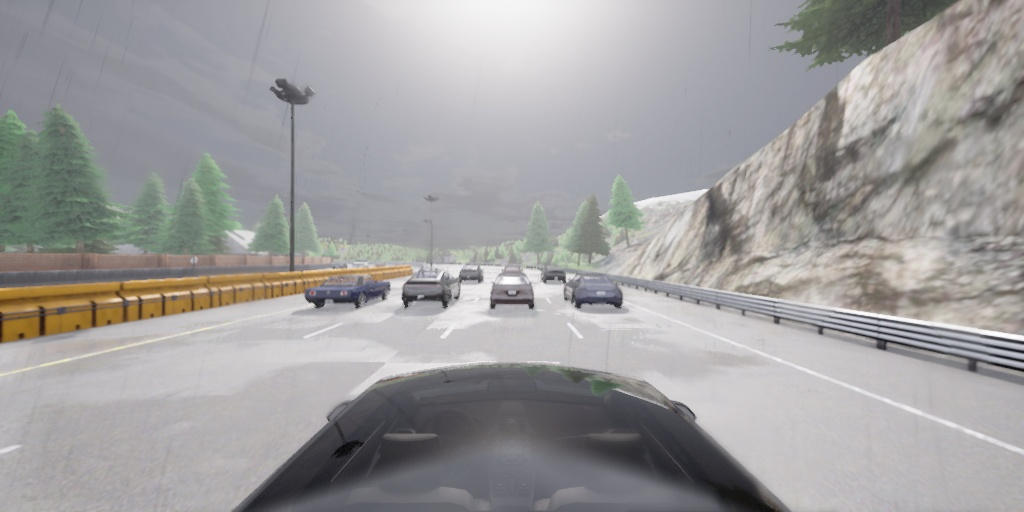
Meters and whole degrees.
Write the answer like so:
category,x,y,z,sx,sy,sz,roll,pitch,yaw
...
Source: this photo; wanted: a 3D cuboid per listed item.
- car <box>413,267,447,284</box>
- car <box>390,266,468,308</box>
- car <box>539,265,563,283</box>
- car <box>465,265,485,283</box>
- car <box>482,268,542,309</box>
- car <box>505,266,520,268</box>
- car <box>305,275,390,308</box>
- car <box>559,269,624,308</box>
category,x,y,z,sx,sy,sz,roll,pitch,yaw
car,-6.973,1.624,30.948,1.895,1.301,4.718,0,0,0
car,-3.488,1.377,16.133,2.128,1.511,4.902,0,0,0
car,3.526,1.532,31.118,1.837,1.490,4.892,0,0,0
car,-3.475,1.517,31.124,2.128,1.511,4.902,0,0,0
car,0.008,1.429,15.822,2.033,1.411,5.357,0,-1,0
car,0.025,1.551,31.218,1.812,1.442,4.674,0,0,0
car,-6.991,1.483,15.948,1.895,1.301,4.718,0,0,0
car,3.512,1.449,16.104,1.994,1.385,4.181,0,0,0
